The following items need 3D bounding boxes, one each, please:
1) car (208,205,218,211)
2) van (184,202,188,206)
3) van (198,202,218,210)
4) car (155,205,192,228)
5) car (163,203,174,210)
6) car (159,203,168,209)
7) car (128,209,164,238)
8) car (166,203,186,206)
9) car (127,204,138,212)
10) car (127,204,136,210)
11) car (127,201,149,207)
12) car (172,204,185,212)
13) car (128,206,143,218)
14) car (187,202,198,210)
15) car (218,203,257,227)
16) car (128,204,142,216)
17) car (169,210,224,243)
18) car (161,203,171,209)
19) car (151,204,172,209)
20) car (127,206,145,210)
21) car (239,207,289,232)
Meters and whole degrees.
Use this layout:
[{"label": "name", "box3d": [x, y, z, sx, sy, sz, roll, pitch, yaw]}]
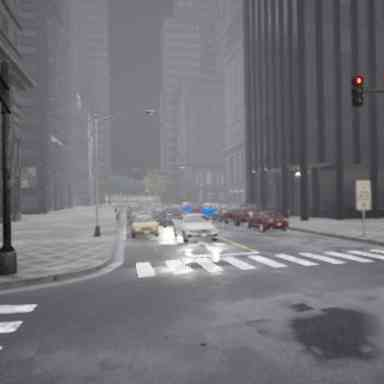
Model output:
[{"label": "car", "box3d": [3.266, 2.294, 33.615, 1.802, 1.307, 4.206, -2, -1, -11]}, {"label": "van", "box3d": [-0.642, 2.560, 53.586, 1.690, 1.788, 3.998, -2, -1, -11]}, {"label": "van", "box3d": [2.283, 2.181, 38.611, 1.690, 1.788, 3.998, -2, -1, -11]}, {"label": "car", "box3d": [-1.700, 2.185, 28.467, 2.128, 1.511, 4.902, -1, -1, -11]}, {"label": "car", "box3d": [-5.544, 3.407, 78.363, 1.947, 1.339, 4.313, -2, -1, -11]}, {"label": "car", "box3d": [-7.551, 3.641, 88.571, 2.008, 1.369, 4.403, -2, -1, -11]}, {"label": "car", "box3d": [-3.120, 2.101, 21.829, 1.752, 1.417, 4.829, -2, -1, -11]}, {"label": "car", "box3d": [-2.593, 2.763, 49.230, 1.895, 1.301, 4.718, -1, -1, -11]}, {"label": "car", "box3d": [-11.670, 3.118, 65.309, 1.967, 1.590, 4.097, -2, -1, -11]}, {"label": "car", "box3d": [-14.778, 3.616, 81.135, 1.887, 1.381, 4.507, -2, -1, -11]}, {"label": "car", "box3d": [-6.928, 2.384, 41.172, 2.192, 1.841, 5.009, -2, -1, -11]}, {"label": "car", "box3d": [-2.535, 3.040, 63.053, 1.802, 1.307, 4.206, -2, -1, -11]}, {"label": "car", "box3d": [-7.863, 2.735, 45.961, 1.887, 1.381, 4.507, -2, -1, -11]}, {"label": "car", "box3d": [1.307, 2.281, 43.603, 2.192, 1.841, 5.009, -2, -1, -11]}, {"label": "car", "box3d": [4.233, 1.900, 28.628, 2.192, 1.841, 5.009, -2, -1, -11]}, {"label": "car", "box3d": [-8.809, 2.752, 50.755, 1.967, 1.590, 4.097, -2, -1, -11]}, {"label": "car", "box3d": [0.110, 1.985, 19.299, 1.812, 1.442, 4.674, -1, -1, -13]}, {"label": "car", "box3d": [-6.548, 3.532, 83.468, 1.947, 1.339, 4.313, -2, -1, -11]}, {"label": "car", "box3d": [-3.672, 2.476, 38.552, 1.812, 1.442, 4.674, -1, -1, -11]}, {"label": "car", "box3d": [-5.036, 2.376, 31.581, 2.008, 1.369, 4.403, -2, -1, -11]}, {"label": "car", "box3d": [5.216, 2.002, 23.632, 1.887, 1.381, 4.507, -2, -1, -11]}]
